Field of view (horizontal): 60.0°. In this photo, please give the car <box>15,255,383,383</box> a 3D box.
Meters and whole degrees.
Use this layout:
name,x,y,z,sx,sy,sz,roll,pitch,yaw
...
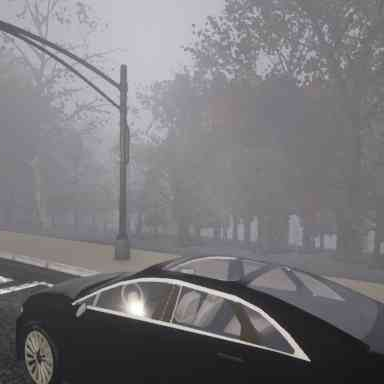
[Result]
name,x,y,z,sx,sy,sz,roll,pitch,yaw
car,-0.017,1.491,3.712,4.902,1.511,2.128,0,0,34
